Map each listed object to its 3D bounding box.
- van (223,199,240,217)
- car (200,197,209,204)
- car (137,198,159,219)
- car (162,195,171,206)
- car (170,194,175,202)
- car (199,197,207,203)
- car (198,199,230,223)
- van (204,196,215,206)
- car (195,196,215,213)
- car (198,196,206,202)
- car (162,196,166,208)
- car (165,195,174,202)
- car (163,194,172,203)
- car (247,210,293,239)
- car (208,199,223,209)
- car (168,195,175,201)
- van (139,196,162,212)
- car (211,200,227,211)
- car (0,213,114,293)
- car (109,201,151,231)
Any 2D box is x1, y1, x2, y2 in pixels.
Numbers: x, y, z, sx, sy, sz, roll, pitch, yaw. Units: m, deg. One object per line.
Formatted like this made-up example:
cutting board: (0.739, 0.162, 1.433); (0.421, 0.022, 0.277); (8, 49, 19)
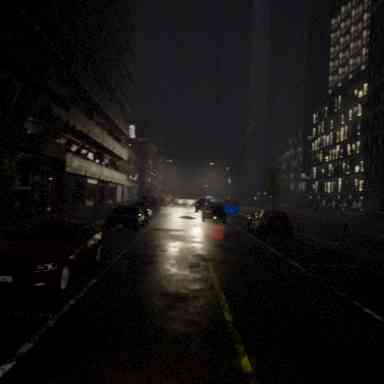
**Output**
van: (4.150, 1.697, 36.519); (1.690, 1.788, 3.998); (4, 0, -1)
car: (2.995, 1.990, 81.230); (1.752, 1.417, 4.829); (4, 0, -1)
car: (-3.946, 1.429, 25.170); (2.008, 1.369, 4.403); (4, 0, -1)
car: (-4.514, 1.480, 47.441); (2.008, 1.369, 4.403); (4, 0, -1)
car: (-4.925, 1.286, 64.146); (2.192, 1.841, 5.009); (4, 0, -1)
car: (2.855, 2.023, 86.628); (1.887, 1.381, 4.507); (4, 0, -1)
car: (1.736, 1.700, 27.787); (1.837, 1.490, 4.892); (3, 0, -1)
van: (3.439, 1.763, 64.358); (1.690, 1.788, 3.998); (4, 0, -1)
car: (1.426, 1.574, 40.229); (2.097, 1.767, 4.553); (3, 0, -1)
car: (2.721, 1.934, 92.197); (1.967, 1.590, 4.097); (4, 0, -1)
car: (-4.224, 1.429, 36.137); (1.752, 1.417, 4.829); (4, 0, -1)
car: (-5.368, 1.557, 80.849); (1.887, 1.381, 4.507); (4, 0, -1)
car: (-4.651, 1.468, 52.840); (1.752, 1.417, 4.829); (4, 0, -1)
car: (4.569, 1.757, 19.815); (1.967, 1.590, 4.097); (4, 0, -1)
car: (3.706, 1.920, 53.390); (1.752, 1.417, 4.829); (4, 0, -1)
car: (-5.654, 1.624, 91.985); (1.802, 1.307, 4.206); (4, 0, -1)
van: (-4.074, 1.232, 30.740); (1.690, 1.788, 3.998); (4, 0, -1)
car: (3.849, 1.963, 47.652); (1.802, 1.307, 4.206); (4, 0, -1)
car: (-3.520, 1.385, 8.467); (1.887, 1.381, 4.507); (4, 0, -1)
car: (-3.805, 1.431, 19.602); (1.947, 1.339, 4.313); (4, 0, -1)
